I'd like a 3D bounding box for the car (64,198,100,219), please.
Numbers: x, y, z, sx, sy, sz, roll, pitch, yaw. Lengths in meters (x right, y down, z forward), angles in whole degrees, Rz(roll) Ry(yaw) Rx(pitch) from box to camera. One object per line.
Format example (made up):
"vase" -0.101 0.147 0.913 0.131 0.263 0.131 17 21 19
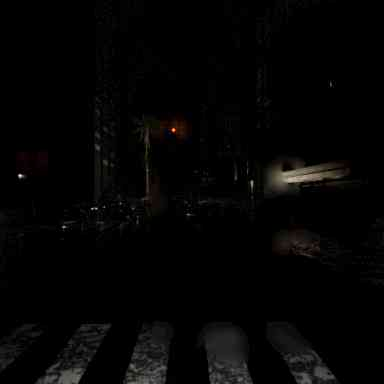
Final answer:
"car" -9.793 1.544 29.847 1.882 1.535 5.008 0 0 0

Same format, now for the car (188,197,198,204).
"car" 0.232 1.791 69.812 1.994 1.385 4.181 0 0 0

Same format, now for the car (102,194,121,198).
"car" -9.780 1.320 39.793 2.150 2.045 5.566 0 0 0

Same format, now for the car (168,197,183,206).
"car" -3.045 1.698 57.616 1.812 1.442 4.674 0 0 0

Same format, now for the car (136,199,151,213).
"car" -6.528 1.587 39.051 2.128 1.511 4.902 0 0 0

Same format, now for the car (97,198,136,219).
"car" -6.547 1.543 29.583 1.882 1.535 5.008 0 0 0

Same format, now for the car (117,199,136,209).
"car" -9.744 1.701 49.754 1.994 1.385 4.181 0 0 0

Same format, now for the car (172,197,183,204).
"car" -3.018 1.791 69.793 1.994 1.385 4.181 0 0 0

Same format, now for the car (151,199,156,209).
"car" -6.500 1.735 48.939 1.895 1.301 4.718 0 0 0
